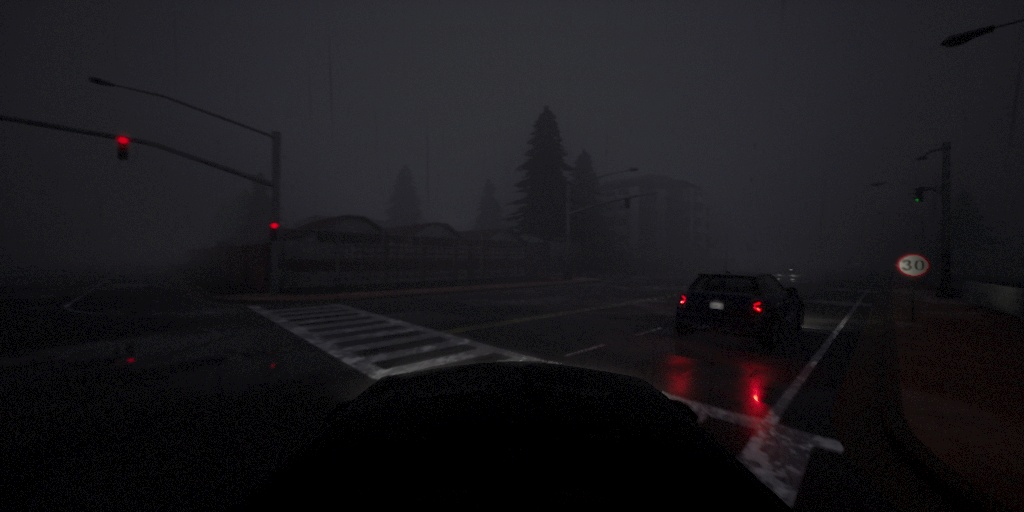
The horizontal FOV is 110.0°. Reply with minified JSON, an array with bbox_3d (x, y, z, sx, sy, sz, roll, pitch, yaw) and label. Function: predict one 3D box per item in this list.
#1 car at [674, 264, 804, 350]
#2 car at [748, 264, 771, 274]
[{"bbox_3d":[6.283,1.189,9.738,4.553,1.767,2.097,1,0,-43],"label":"car"},{"bbox_3d":[37.036,1.882,53.547,4.718,1.301,1.895,1,0,-43],"label":"car"}]
